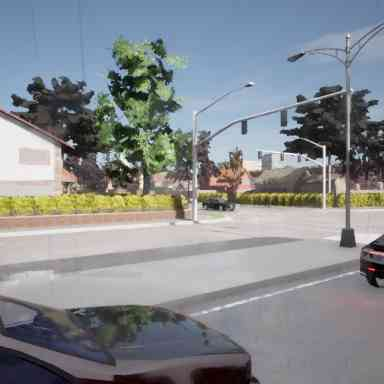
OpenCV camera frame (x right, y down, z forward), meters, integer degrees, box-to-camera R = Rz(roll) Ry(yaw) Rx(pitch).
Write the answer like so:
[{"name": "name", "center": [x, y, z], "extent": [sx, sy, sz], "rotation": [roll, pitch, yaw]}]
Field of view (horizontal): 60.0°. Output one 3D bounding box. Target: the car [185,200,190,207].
[{"name": "car", "center": [-2.195, 1.352, 47.502], "extent": [2.097, 1.767, 4.553], "rotation": [0, 0, -36]}]

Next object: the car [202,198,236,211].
[{"name": "car", "center": [3.196, 1.505, 40.086], "extent": [1.837, 1.490, 4.892], "rotation": [0, 0, -36]}]

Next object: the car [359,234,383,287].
[{"name": "car", "center": [5.998, 1.492, 8.063], "extent": [4.902, 1.511, 2.128], "rotation": [0, 0, -35]}]

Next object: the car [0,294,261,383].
[{"name": "car", "center": [-1.969, 1.547, 2.344], "extent": [5.357, 1.411, 2.033], "rotation": [0, 0, -35]}]
